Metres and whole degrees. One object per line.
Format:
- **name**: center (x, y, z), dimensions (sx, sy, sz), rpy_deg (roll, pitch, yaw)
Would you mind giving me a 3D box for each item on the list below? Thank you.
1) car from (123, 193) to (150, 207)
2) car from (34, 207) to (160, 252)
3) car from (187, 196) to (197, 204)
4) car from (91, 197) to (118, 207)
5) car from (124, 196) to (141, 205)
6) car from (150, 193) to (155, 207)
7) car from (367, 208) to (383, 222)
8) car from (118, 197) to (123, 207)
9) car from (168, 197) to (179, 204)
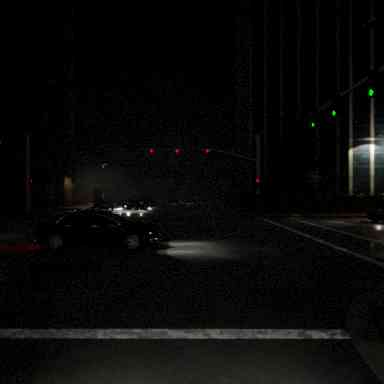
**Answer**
- **car**: center (-7.139, 1.347, 43.399), dimensions (2.097, 1.767, 4.553), rpy_deg (0, 0, 0)
- **car**: center (-3.726, 1.503, 13.416), dimensions (4.892, 1.490, 1.837), rpy_deg (0, 0, -1)
- **car**: center (-0.062, 1.518, 64.957), dimensions (1.812, 1.442, 4.674), rpy_deg (0, 0, 0)
- **car**: center (-10.617, 1.521, 39.890), dimensions (1.812, 1.442, 4.674), rpy_deg (0, 0, 0)
- **car**: center (-10.608, 1.485, 59.342), dimensions (2.128, 1.511, 4.902), rpy_deg (0, 0, 0)
- **car**: center (-7.136, 1.215, 52.900), dimensions (2.150, 2.045, 5.566), rpy_deg (0, 0, 0)
- **car**: center (15.460, 1.475, 24.329), dimensions (5.008, 1.535, 1.882), rpy_deg (0, 0, -1)
- **car**: center (-10.639, 1.486, 49.159), dimensions (2.128, 1.511, 4.902), rpy_deg (0, 0, 0)
- **car**: center (-3.562, 1.593, 65.523), dimensions (1.895, 1.301, 4.718), rpy_deg (0, 0, 0)
